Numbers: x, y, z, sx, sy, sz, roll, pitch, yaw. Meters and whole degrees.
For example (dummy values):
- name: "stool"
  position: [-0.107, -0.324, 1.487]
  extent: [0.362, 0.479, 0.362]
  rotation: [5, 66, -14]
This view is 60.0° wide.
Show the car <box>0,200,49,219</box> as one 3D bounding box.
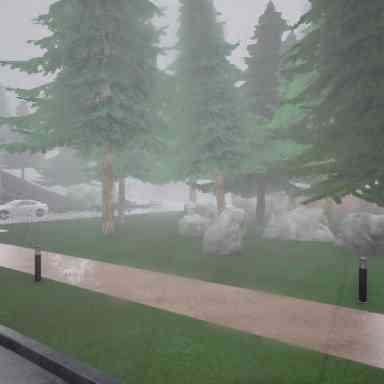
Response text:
- name: "car"
  position: [-14.182, 1.363, 27.315]
  extent: [1.812, 1.442, 4.674]
  rotation: [0, 0, 35]

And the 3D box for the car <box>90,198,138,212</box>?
- name: "car"
  position: [-8.211, 1.385, 35.652]
  extent: [2.033, 1.411, 5.357]
  rotation: [0, 0, 36]
